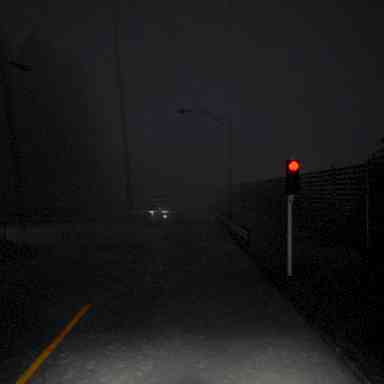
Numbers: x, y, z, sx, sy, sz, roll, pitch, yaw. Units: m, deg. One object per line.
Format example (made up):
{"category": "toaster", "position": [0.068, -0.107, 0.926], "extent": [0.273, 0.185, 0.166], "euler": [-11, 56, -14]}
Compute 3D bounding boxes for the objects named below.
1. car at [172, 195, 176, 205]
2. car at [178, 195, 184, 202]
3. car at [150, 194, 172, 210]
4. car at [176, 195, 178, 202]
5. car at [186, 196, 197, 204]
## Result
{"category": "car", "position": [-4.249, 1.352, 53.786], "extent": [2.097, 1.767, 4.553], "euler": [0, 0, 0]}
{"category": "car", "position": [-3.944, 1.500, 77.035], "extent": [4.892, 1.490, 1.837], "euler": [0, 0, 40]}
{"category": "car", "position": [-4.231, 1.221, 43.935], "extent": [2.150, 2.045, 5.566], "euler": [0, 0, 0]}
{"category": "car", "position": [-4.226, 1.525, 63.979], "extent": [1.812, 1.442, 4.674], "euler": [0, 0, 0]}
{"category": "car", "position": [-0.120, 1.526, 63.848], "extent": [1.812, 1.442, 4.674], "euler": [0, 0, -1]}
